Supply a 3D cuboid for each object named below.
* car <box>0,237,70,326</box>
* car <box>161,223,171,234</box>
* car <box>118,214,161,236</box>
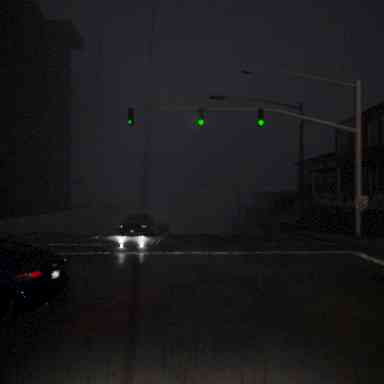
[{"bbox_3d":[-4.646,1.589,6.501,4.181,1.385,1.994,0,0,1],"label":"car"},{"bbox_3d":[-3.592,4.479,37.456,2.150,2.045,5.566,0,-12,0],"label":"car"},{"bbox_3d":[-3.592,2.195,22.586,2.033,1.411,5.357,0,-5,0],"label":"car"}]
